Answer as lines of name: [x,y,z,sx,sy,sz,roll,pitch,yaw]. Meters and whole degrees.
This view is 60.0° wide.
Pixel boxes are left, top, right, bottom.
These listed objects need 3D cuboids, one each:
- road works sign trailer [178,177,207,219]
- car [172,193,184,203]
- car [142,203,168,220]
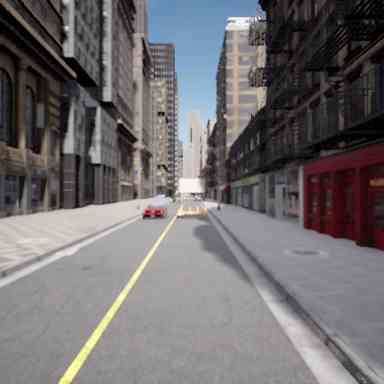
road works sign trailer: [0.007,0.467,28.915,2.380,3.560,2.880,0,0,0]
car: [-2.998,1.291,70.914,2.150,2.045,5.566,0,0,0]
car: [-3.094,1.603,28.439,1.895,1.301,4.718,0,0,0]
